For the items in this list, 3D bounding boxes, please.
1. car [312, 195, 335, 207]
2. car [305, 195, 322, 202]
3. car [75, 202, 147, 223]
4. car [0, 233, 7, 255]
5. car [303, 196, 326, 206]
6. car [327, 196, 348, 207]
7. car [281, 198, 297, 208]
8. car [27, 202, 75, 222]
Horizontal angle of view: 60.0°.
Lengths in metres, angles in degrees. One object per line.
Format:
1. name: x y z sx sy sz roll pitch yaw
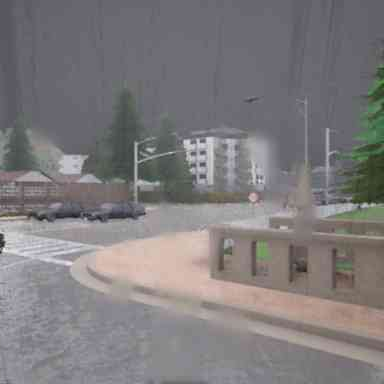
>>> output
1. car: 17.041 1.419 44.206 2.128 1.511 4.902 0 0 38
2. car: 27.631 1.395 75.539 2.128 1.511 4.902 0 0 37
3. car: -5.945 1.517 25.763 2.033 1.411 5.357 0 0 38
4. car: -7.225 1.541 9.444 2.033 1.411 5.357 0 0 -9
5. car: 19.919 1.459 53.851 2.033 1.411 5.357 0 0 37
6. car: 22.704 1.417 51.731 1.837 1.490 4.892 0 0 37
7. car: 14.151 1.527 46.190 1.895 1.301 4.718 0 0 38
8. car: -9.999 1.520 26.234 2.033 1.411 5.357 0 0 38
